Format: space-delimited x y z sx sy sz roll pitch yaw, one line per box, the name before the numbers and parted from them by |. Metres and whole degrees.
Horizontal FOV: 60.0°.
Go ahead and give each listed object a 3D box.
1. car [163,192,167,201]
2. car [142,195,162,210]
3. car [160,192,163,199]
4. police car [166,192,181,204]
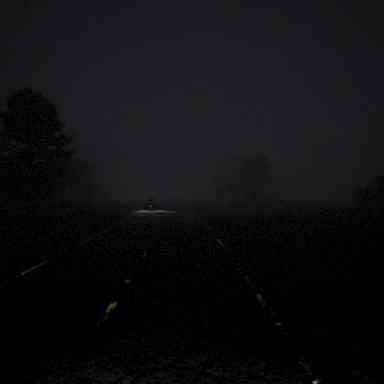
car | -4.609 1.210 71.948 2.097 1.767 4.553 0 0 -9
car | -4.985 1.421 41.078 1.837 1.490 4.892 0 0 -5
car | -5.552 1.073 77.964 2.150 2.045 5.566 0 0 -9
police car | -3.231 1.300 62.135 1.930 1.638 5.238 0 0 -7
